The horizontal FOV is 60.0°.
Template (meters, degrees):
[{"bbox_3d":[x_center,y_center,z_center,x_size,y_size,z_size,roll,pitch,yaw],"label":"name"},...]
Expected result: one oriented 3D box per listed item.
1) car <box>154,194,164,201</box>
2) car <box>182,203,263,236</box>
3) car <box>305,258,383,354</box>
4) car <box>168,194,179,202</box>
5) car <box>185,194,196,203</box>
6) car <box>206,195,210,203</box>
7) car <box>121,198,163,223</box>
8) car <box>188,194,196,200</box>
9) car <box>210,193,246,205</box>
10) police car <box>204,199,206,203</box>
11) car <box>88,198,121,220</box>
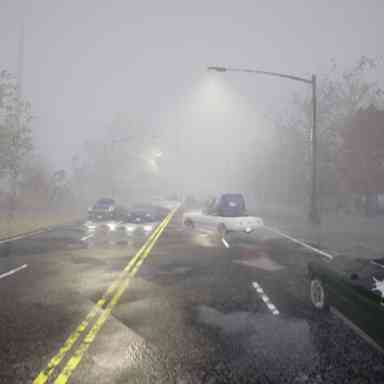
[{"bbox_3d":[-6.779,1.139,68.383,1.882,1.535,5.008,0,0,1],"label":"car"},{"bbox_3d":[1.440,1.482,17.768,1.895,1.301,4.718,1,0,-35],"label":"car"},{"bbox_3d":[3.205,1.552,4.567,1.895,1.301,4.718,1,0,-1],"label":"car"},{"bbox_3d":[-3.584,1.185,65.895,1.882,1.535,5.008,0,0,1],"label":"car"},{"bbox_3d":[-0.388,1.265,59.709,2.033,1.411,5.357,-2,0,1],"label":"car"},{"bbox_3d":[2.837,1.370,37.497,1.812,1.442,4.674,0,0,0],"label":"car"},{"bbox_3d":[-3.662,1.461,25.175,2.033,1.411,5.357,0,0,-1],"label":"car"},{"bbox_3d":[-0.048,1.120,81.578,1.812,1.442,4.674,0,0,1],"label":"car"},{"bbox_3d":[2.925,1.109,26.562,2.150,2.045,5.566,0,0,-1],"label":"car"},{"bbox_3d":[2.818,1.300,48.464,2.038,1.542,4.974,0,0,0],"label":"police car"},{"bbox_3d":[-6.927,1.258,27.129,2.097,1.767,4.553,0,0,-1],"label":"car"}]
